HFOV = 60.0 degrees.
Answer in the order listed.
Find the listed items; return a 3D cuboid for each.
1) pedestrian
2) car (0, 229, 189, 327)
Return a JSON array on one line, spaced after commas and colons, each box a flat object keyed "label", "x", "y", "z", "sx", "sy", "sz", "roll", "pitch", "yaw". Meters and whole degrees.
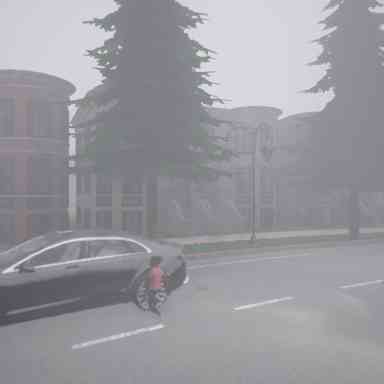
[{"label": "pedestrian", "x": -0.649, "y": 1.294, "z": 5.942, "sx": 0.375, "sy": 1.860, "sz": 0.375, "roll": 0, "pitch": 0, "yaw": -32}, {"label": "car", "x": -2.401, "y": 1.491, "z": 6.250, "sx": 4.902, "sy": 1.511, "sz": 2.128, "roll": 0, "pitch": 0, "yaw": -32}]
